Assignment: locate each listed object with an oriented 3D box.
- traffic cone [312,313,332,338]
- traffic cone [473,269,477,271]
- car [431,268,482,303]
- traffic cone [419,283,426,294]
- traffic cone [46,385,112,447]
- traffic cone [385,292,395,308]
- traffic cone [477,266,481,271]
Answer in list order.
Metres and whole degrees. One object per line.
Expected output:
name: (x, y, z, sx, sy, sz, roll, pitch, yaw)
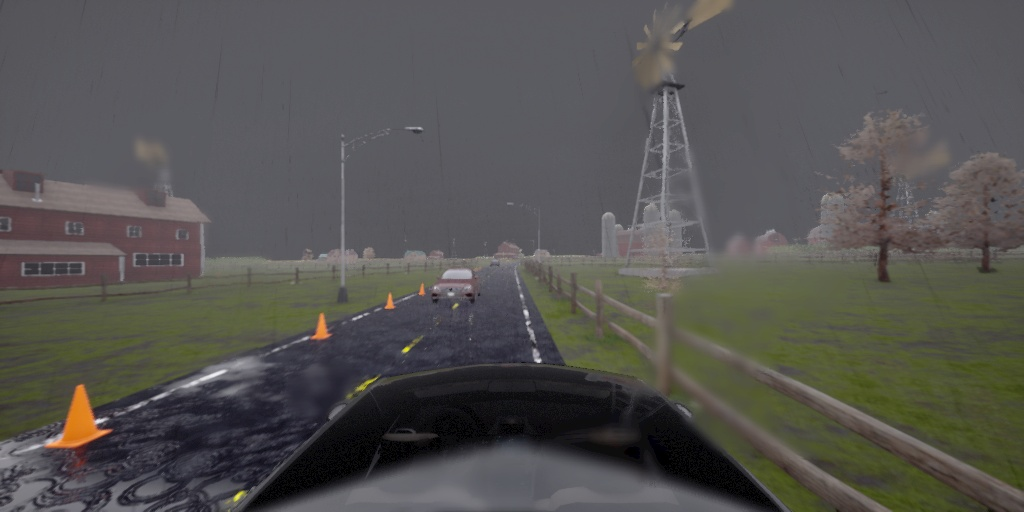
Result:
traffic cone: (-4.730, 1.710, 8.926, 0.340, 0.580, 0.340, 0, 0, 0)
traffic cone: (-4.763, 1.737, 43.929, 0.340, 0.580, 0.340, 0, 0, 0)
car: (-2.463, 1.283, 16.814, 1.812, 1.442, 4.674, 0, 0, 0)
traffic cone: (-4.740, 1.715, 18.927, 0.340, 0.580, 0.340, 0, 0, 0)
traffic cone: (-4.726, 1.708, 3.925, 0.340, 0.580, 0.340, 0, 0, 0)
traffic cone: (-4.735, 1.712, 13.926, 0.340, 0.580, 0.340, 0, 0, 0)
traffic cone: (-4.768, 1.741, 48.929, 0.340, 0.580, 0.340, 0, 0, 0)
